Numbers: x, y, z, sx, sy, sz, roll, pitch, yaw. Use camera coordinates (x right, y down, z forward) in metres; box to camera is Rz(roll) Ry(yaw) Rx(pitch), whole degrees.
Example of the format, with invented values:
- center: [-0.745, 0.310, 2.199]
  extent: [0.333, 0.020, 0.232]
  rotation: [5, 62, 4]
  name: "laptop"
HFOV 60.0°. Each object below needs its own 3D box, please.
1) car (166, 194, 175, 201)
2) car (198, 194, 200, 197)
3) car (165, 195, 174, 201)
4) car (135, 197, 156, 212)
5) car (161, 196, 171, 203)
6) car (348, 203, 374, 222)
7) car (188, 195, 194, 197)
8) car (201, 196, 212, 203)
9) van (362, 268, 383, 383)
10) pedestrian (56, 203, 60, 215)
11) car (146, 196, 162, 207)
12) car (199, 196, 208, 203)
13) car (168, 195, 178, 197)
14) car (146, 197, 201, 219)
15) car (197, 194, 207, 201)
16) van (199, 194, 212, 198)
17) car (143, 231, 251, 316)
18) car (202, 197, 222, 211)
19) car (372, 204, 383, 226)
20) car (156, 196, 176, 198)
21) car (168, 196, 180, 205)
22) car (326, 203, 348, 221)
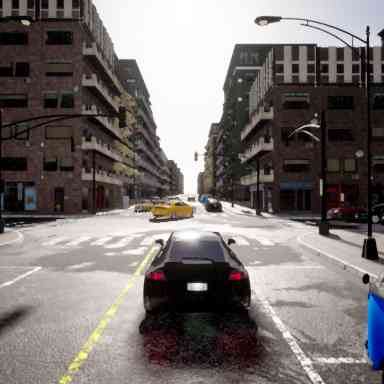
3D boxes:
- center: [-5.839, 1.480, 90.724]
  extent: [1.967, 1.590, 4.097]
  rotation: [1, 0, 0]
  name: "car"
- center: [2.580, 1.552, 68.338]
  extent: [1.752, 1.417, 4.829]
  rotation: [1, 0, 0]
  name: "car"
- center: [-5.831, 1.587, 85.080]
  extent: [2.008, 1.369, 4.403]
  rotation: [1, 0, 0]
  name: "car"
- center: [-5.748, 1.539, 39.769]
  extent: [1.752, 1.417, 4.829]
  rotation: [1, 0, 0]
  name: "car"
- center: [-5.810, 1.575, 73.795]
  extent: [1.887, 1.381, 4.507]
  rotation: [1, 0, 0]
  name: "car"
- center: [15.063, 1.634, 25.552]
  extent: [4.892, 1.490, 1.837]
  rotation: [0, -1, 0]
  name: "car"
- center: [-0.145, 1.559, 80.485]
  extent: [2.128, 1.511, 4.902]
  rotation: [0, 0, 0]
  name: "car"
- center: [2.621, 1.567, 45.598]
  extent: [2.008, 1.369, 4.403]
  rotation: [1, 0, 0]
  name: "car"
- center: [2.670, 1.342, 2.008]
  extent: [1.690, 1.788, 3.998]
  rotation: [1, 0, 0]
  name: "van"
- center: [-12.596, 1.597, 31.362]
  extent: [0.500, 1.100, 0.500]
  rotation: [0, -1, 1]
  name: "pedestrian"
- center: [-5.768, 1.459, 51.225]
  extent: [1.967, 1.590, 4.097]
  rotation: [1, 0, 0]
  name: "car"
- center: [2.569, 1.612, 73.810]
  extent: [1.802, 1.307, 4.206]
  rotation: [1, 0, 0]
  name: "car"
- center: [-3.186, 1.495, 49.651]
  extent: [1.882, 1.535, 5.008]
  rotation: [0, 0, 0]
  name: "car"
- center: [-1.494, 1.487, 29.204]
  extent: [1.882, 1.535, 5.008]
  rotation: [1, 1, 32]
  name: "car"
- center: [2.553, 1.352, 85.095]
  extent: [2.192, 1.841, 5.009]
  rotation: [1, 0, 0]
  name: "car"
- center: [2.604, 1.362, 56.882]
  extent: [1.690, 1.788, 3.998]
  rotation: [1, 0, 0]
  name: "van"
- center: [0.087, 1.566, 7.610]
  extent: [1.994, 1.385, 4.181]
  rotation: [0, 0, 0]
  name: "car"
- center: [2.631, 1.580, 39.955]
  extent: [1.947, 1.339, 4.313]
  rotation: [1, 0, 0]
  name: "car"
- center: [13.503, 1.583, 19.778]
  extent: [4.313, 1.339, 1.947]
  rotation: [0, -1, 1]
  name: "car"
- center: [-3.173, 1.578, 40.934]
  extent: [1.994, 1.385, 4.181]
  rotation: [0, 0, 0]
  name: "car"
- center: [-3.178, 1.500, 60.028]
  extent: [1.882, 1.535, 5.008]
  rotation: [0, 0, 0]
  name: "car"
- center: [13.591, 1.608, 28.160]
  extent: [4.097, 1.590, 1.967]
  rotation: [0, -1, 1]
  name: "car"
